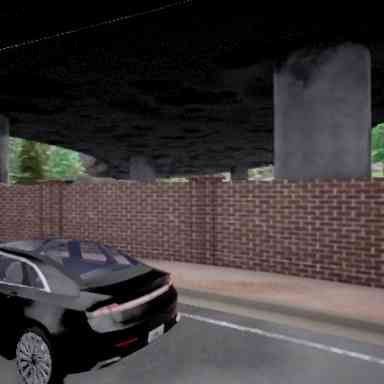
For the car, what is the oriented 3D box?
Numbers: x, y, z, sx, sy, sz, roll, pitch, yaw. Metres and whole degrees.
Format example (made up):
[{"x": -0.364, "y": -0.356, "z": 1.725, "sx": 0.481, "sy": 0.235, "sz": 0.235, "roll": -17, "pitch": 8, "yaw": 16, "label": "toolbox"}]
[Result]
[{"x": -2.529, "y": 1.482, "z": 5.184, "sx": 4.902, "sy": 1.511, "sz": 2.128, "roll": 0, "pitch": 0, "yaw": 30, "label": "car"}]
